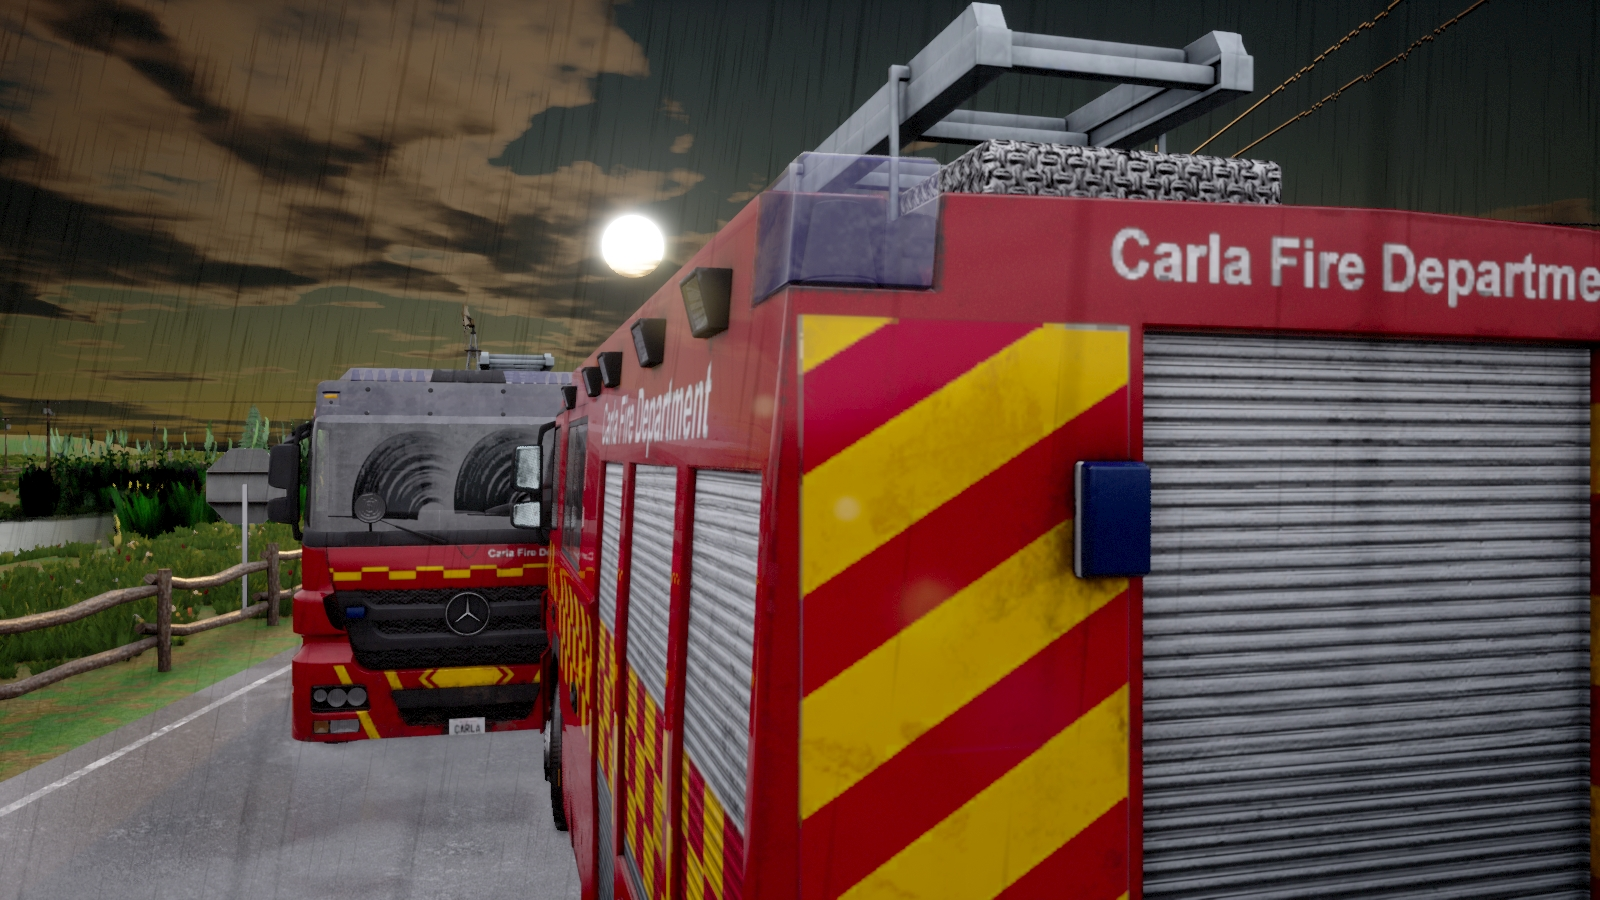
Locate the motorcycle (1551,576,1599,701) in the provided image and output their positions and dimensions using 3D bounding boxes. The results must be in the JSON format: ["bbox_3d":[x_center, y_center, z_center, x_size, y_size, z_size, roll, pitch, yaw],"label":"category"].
[{"bbox_3d":[9.774,2.142,13.106,1.805,1.316,0.856,0,0,-7],"label":"motorcycle"}]

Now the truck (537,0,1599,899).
[{"bbox_3d":[0.079,0.867,6.873,2.891,3.827,8.468,0,0,-15],"label":"truck"}]

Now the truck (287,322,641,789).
[{"bbox_3d":[-3.921,0.862,13.840,2.891,3.827,8.468,0,0,-15],"label":"truck"}]

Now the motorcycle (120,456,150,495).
[{"bbox_3d":[-41.391,1.577,71.120,0.803,2.348,2.033,0,0,-4],"label":"motorcycle"}]
